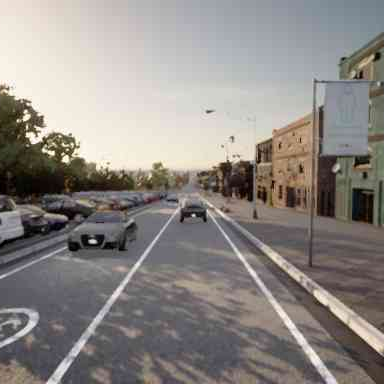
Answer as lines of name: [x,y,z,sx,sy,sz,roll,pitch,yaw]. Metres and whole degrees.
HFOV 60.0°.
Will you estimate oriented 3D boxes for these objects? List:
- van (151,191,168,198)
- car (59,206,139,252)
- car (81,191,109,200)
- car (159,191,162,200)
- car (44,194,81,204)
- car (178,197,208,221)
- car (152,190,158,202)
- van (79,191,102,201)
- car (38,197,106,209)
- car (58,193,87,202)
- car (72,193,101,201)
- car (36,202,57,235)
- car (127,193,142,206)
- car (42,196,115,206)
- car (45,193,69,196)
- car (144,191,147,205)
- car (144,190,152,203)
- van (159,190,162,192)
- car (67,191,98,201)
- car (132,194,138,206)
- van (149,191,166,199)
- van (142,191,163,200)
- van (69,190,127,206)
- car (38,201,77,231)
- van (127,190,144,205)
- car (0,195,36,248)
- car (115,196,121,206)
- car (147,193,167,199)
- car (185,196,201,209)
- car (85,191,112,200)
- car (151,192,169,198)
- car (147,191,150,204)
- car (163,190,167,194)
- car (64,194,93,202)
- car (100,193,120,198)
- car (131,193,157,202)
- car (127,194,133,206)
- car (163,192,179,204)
van: [-8.809,0.704,90.068,4.442,1.987,1.878,0,1,0]
car: [-3.343,1.458,13.185,1.994,1.385,4.181,0,0,0]
car: [-22.020,0.803,75.444,5.566,2.045,2.435,0,0,0]
car: [-8.896,1.104,64.835,4.892,1.521,2.231,0,0,0]
car: [-21.789,1.140,56.016,5.366,1.575,1.946,0,0,0]
car: [0.111,1.323,24.878,1.837,1.490,4.892,0,0,0]
car: [-8.864,0.903,53.621,5.566,2.045,2.435,0,0,0]
van: [-22.106,0.841,72.668,4.442,1.987,1.878,0,0,0]
car: [-8.859,1.297,22.790,5.008,1.535,2.097,0,0,0]
car: [-22.010,0.992,61.565,4.553,1.767,2.185,0,0,0]
car: [-22.173,1.077,69.895,5.366,1.575,1.946,0,0,0]
car: [-8.852,1.352,14.385,4.892,1.521,2.231,0,0,0]
car: [-8.874,1.219,39.606,5.008,1.535,2.097,0,0,0]
car: [-9.052,1.280,25.590,5.366,1.575,1.946,0,0,0]
car: [-21.977,1.157,53.239,4.892,1.521,2.231,0,0,0]
car: [-8.916,1.067,45.212,4.553,1.767,2.185,0,0,0]
car: [-8.859,1.042,50.819,4.553,1.767,2.185,0,0,0]
van: [-9.022,0.865,67.638,4.442,1.987,1.878,0,0,0]
car: [-22.013,0.841,67.117,5.566,2.045,2.435,0,0,0]
car: [-8.848,1.261,36.803,4.792,1.488,2.163,0,0,0]
van: [-9.039,0.734,87.266,4.442,1.987,1.878,0,1,0]
van: [-9.029,0.826,76.046,4.442,1.987,1.878,0,0,0]
van: [-8.755,1.031,31.196,4.442,1.987,1.878,0,0,0]
car: [-8.830,1.361,17.183,4.792,1.488,2.163,0,0,0]
van: [-8.765,0.980,42.409,4.442,1.987,1.878,0,0,0]
car: [-8.882,1.122,11.576,5.566,2.045,2.435,0,0,0]
car: [-8.898,1.300,28.393,4.792,1.488,2.163,0,0,0]
car: [-8.950,1.019,84.466,4.792,1.488,2.163,0,1,0]
car: [0.119,1.278,42.685,2.033,1.411,5.357,0,0,0]
car: [-21.966,0.785,78.221,5.566,2.045,2.435,0,0,0]
car: [-8.923,0.896,92.877,5.008,1.535,2.097,0,1,0]
car: [-8.856,1.055,48.015,4.553,1.767,2.185,0,0,0]
car: [-8.882,0.813,73.245,5.566,2.045,2.435,0,0,0]
car: [-21.953,1.135,64.343,4.792,1.488,2.163,0,0,0]
car: [-21.999,0.937,89.329,5.008,1.535,2.097,0,1,0]
car: [-8.931,0.990,62.032,4.553,1.767,2.185,0,0,0]
car: [-8.845,1.274,34.000,4.792,1.488,2.163,0,0,0]
car: [-3.276,1.143,56.285,1.882,1.535,5.008,0,0,1]
